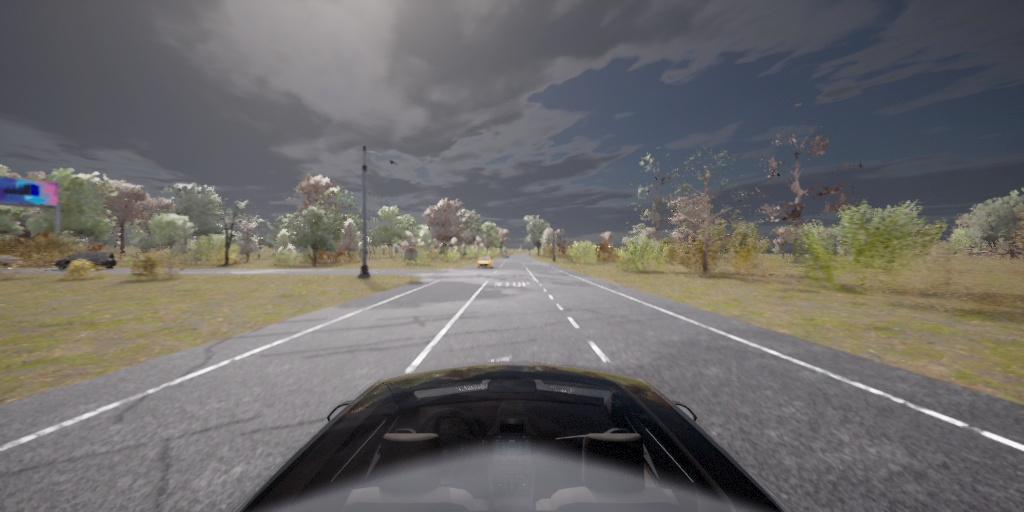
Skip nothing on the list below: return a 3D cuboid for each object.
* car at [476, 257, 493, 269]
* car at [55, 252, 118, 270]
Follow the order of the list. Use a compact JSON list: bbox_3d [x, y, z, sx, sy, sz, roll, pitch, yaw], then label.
[{"bbox_3d":[-3.389,0.827,45.284,1.882,1.535,5.008,0,1,0],"label":"car"},{"bbox_3d":[-48.583,0.543,41.025,5.566,2.045,2.150,0,0,2],"label":"car"}]
